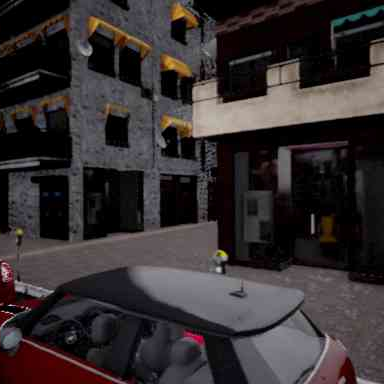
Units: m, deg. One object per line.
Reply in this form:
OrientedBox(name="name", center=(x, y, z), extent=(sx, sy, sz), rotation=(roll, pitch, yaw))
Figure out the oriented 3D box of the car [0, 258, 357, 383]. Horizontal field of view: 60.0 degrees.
OrientedBox(name="car", center=(-0.686, 1.465, 3.208), extent=(4.097, 1.590, 1.967), rotation=(-1, 0, 35))
